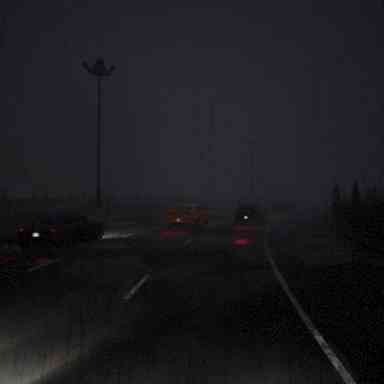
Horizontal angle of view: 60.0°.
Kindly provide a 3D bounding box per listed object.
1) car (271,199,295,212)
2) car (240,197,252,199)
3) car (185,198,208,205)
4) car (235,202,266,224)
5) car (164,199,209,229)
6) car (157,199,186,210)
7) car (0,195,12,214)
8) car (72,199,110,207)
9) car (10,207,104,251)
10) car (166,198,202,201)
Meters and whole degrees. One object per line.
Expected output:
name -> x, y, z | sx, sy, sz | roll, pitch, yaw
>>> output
car -> 11.095, 1.565, 40.361 | 1.812, 1.442, 4.674 | 0, 0, 29
car -> 11.285, 1.654, 70.040 | 1.994, 1.385, 4.181 | 0, -1, 44
car -> 0.813, 1.765, 63.173 | 1.895, 1.301, 4.718 | 0, 0, 38
car -> 4.491, 1.522, 25.410 | 1.837, 1.490, 4.892 | 0, -1, 18
car -> -0.172, 1.492, 22.089 | 1.882, 1.535, 5.008 | 0, 0, 15
car -> -2.682, 1.635, 44.620 | 1.994, 1.385, 4.181 | 0, 0, 28
car -> -17.232, 1.232, 26.737 | 2.150, 2.045, 5.566 | 0, 0, 15
car -> -10.693, 1.532, 35.327 | 2.128, 1.511, 4.902 | 0, 0, 21
car -> -5.443, 1.562, 14.302 | 1.994, 1.385, 4.181 | 0, 0, 10
car -> -0.543, 1.556, 32.050 | 1.812, 1.442, 4.674 | 0, 0, 21
